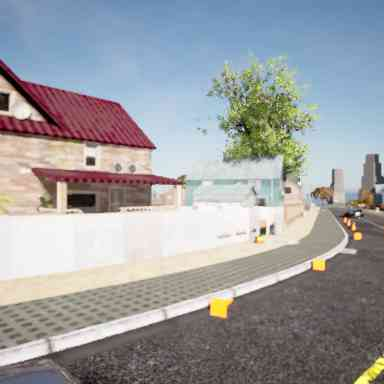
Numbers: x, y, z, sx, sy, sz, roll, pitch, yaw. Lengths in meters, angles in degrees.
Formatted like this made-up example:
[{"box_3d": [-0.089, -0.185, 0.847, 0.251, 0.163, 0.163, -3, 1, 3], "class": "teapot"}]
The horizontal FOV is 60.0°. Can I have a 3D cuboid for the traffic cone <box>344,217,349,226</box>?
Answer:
[{"box_3d": [14.178, 2.738, 30.005, 0.340, 0.580, 0.340, 0, -2, 22], "class": "traffic cone"}]

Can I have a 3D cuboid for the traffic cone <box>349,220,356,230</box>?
[{"box_3d": [12.341, 2.593, 25.355, 0.340, 0.580, 0.340, 0, -2, 22], "class": "traffic cone"}]

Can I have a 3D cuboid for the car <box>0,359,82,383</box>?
[{"box_3d": [-2.682, 1.531, 0.610, 5.357, 1.411, 2.033, 1, -1, -36], "class": "car"}]

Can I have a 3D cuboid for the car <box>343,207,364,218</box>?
[{"box_3d": [21.974, 2.767, 45.303, 2.128, 1.511, 4.902, 0, -2, 13], "class": "car"}]
